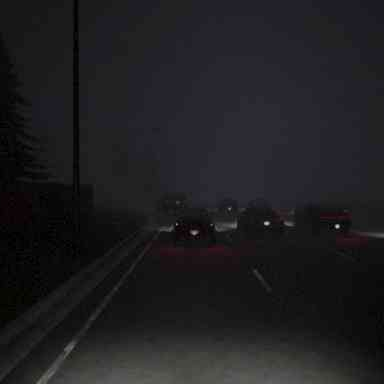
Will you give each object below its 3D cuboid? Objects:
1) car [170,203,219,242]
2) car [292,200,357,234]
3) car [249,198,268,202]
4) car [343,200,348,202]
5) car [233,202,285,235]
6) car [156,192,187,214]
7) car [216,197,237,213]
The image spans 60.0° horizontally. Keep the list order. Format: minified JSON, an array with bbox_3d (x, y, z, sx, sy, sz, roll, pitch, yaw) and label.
[{"bbox_3d":[0.100,1.445,15.776,1.812,1.442,4.674,0,0,0],"label":"car"},{"bbox_3d":[7.103,1.410,18.661,1.837,1.490,4.892,0,0,0],"label":"car"},{"bbox_3d":[7.093,1.347,35.141,1.812,1.442,4.674,0,0,0],"label":"car"},{"bbox_3d":[14.106,1.435,32.538,1.895,1.301,4.718,0,0,0],"label":"car"},{"bbox_3d":[3.602,1.472,18.025,1.994,1.385,4.181,0,0,0],"label":"car"},{"bbox_3d":[-2.094,1.053,33.143,2.150,2.045,5.566,0,0,-17],"label":"car"},{"bbox_3d":[3.606,1.331,34.215,1.837,1.490,4.892,0,0,0],"label":"car"}]
